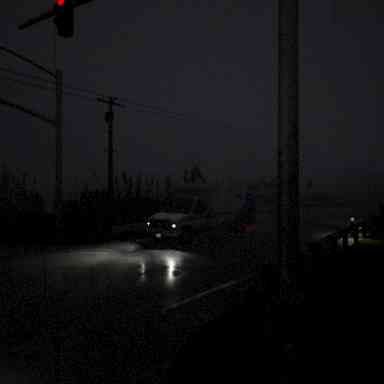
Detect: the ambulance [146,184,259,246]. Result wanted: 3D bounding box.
[{"bbox_3d":[0.671,0.906,15.805,2.351,2.431,6.366,0,3,40],"label":"ambulance"}]
